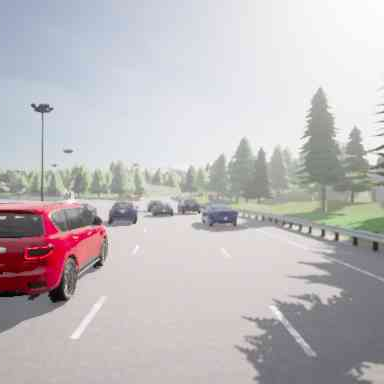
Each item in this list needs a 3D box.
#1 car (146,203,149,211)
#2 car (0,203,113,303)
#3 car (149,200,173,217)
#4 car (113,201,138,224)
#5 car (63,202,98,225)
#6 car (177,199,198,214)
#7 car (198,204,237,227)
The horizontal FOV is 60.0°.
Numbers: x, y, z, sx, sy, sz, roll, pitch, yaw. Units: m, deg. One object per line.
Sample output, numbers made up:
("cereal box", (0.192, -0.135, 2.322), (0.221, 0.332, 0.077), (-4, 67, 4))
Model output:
("car", (-4.780, 1.784, 43.315), (1.837, 1.490, 4.892), (0, 0, -12))
("car", (-3.689, 1.276, 8.438), (2.150, 2.045, 5.566), (0, 0, -3))
("car", (-3.084, 1.786, 34.486), (1.994, 1.385, 4.181), (0, 0, -10))
("car", (-5.421, 1.524, 26.734), (2.097, 1.767, 4.553), (0, 0, -8))
("car", (-9.031, 1.683, 27.335), (1.837, 1.490, 4.892), (0, 0, -8))
("car", (-0.452, 1.605, 39.450), (2.097, 1.767, 4.553), (0, 0, -11))
("car", (1.929, 1.635, 24.558), (1.882, 1.535, 5.008), (0, 0, -7))
